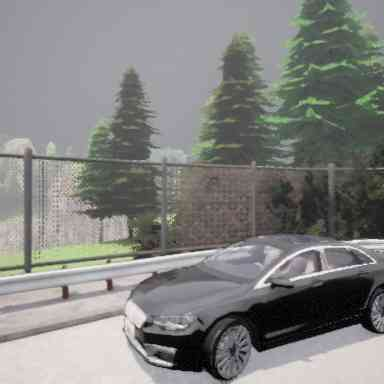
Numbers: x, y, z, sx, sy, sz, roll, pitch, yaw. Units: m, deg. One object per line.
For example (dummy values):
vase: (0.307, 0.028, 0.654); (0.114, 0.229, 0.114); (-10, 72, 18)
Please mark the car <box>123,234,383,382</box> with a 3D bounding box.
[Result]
car: (1.377, 1.499, 5.419); (4.902, 1.511, 2.128); (0, 0, -27)
